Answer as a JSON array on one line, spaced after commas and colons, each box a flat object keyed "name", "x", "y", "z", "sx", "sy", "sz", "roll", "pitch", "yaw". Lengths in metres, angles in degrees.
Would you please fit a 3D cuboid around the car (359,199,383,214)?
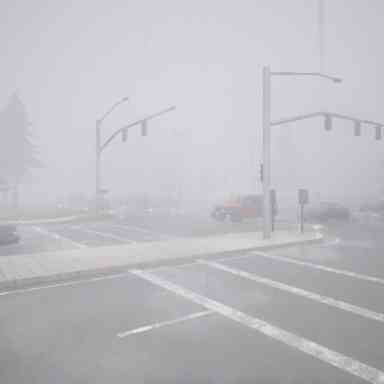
[{"name": "car", "x": 20.131, "y": 1.526, "z": 36.195, "sx": 4.674, "sy": 1.442, "sz": 1.812, "roll": 0, "pitch": 0, "yaw": -35}]

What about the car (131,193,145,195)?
[{"name": "car", "x": -9.006, "y": 1.222, "z": 56.931, "sx": 2.150, "sy": 2.045, "sz": 5.566, "roll": 0, "pitch": 0, "yaw": -35}]

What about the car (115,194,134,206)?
[{"name": "car", "x": -11.491, "y": 1.505, "z": 54.371, "sx": 1.837, "sy": 1.490, "sz": 4.892, "roll": 0, "pitch": 0, "yaw": -35}]

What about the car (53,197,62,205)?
[{"name": "car", "x": -23.409, "y": 1.564, "z": 59.250, "sx": 1.994, "sy": 1.385, "sz": 4.181, "roll": 0, "pitch": 0, "yaw": -34}]

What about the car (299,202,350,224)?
[{"name": "car", "x": 10.052, "y": 1.525, "z": 24.975, "sx": 4.674, "sy": 1.442, "sz": 1.812, "roll": 0, "pitch": 0, "yaw": -35}]

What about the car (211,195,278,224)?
[{"name": "car", "x": 4.054, "y": 1.221, "z": 25.092, "sx": 5.566, "sy": 2.045, "sz": 2.150, "roll": 0, "pitch": 0, "yaw": -35}]

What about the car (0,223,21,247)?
[{"name": "car", "x": -9.044, "y": 1.547, "z": 11.658, "sx": 5.357, "sy": 1.411, "sz": 2.033, "roll": 0, "pitch": 0, "yaw": -35}]

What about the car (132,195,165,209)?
[{"name": "car", "x": -6.250, "y": 1.505, "z": 46.880, "sx": 1.837, "sy": 1.490, "sz": 4.892, "roll": 0, "pitch": 0, "yaw": -35}]

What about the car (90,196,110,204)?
[{"name": "car", "x": -17.345, "y": 1.491, "z": 62.794, "sx": 2.128, "sy": 1.511, "sz": 4.902, "roll": 0, "pitch": 0, "yaw": -35}]

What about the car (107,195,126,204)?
[{"name": "car", "x": -14.795, "y": 1.478, "z": 65.282, "sx": 1.882, "sy": 1.535, "sz": 5.008, "roll": 0, "pitch": 0, "yaw": -34}]

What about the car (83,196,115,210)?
[{"name": "car", "x": -12.049, "y": 1.505, "z": 42.956, "sx": 1.837, "sy": 1.490, "sz": 4.892, "roll": 0, "pitch": 0, "yaw": -35}]

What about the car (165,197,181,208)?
[{"name": "car", "x": -3.468, "y": 1.505, "z": 49.008, "sx": 1.837, "sy": 1.490, "sz": 4.892, "roll": 0, "pitch": 0, "yaw": -35}]

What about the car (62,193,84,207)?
[{"name": "car", "x": -17.713, "y": 1.221, "z": 51.032, "sx": 2.150, "sy": 2.045, "sz": 5.566, "roll": 0, "pitch": 0, "yaw": -35}]
